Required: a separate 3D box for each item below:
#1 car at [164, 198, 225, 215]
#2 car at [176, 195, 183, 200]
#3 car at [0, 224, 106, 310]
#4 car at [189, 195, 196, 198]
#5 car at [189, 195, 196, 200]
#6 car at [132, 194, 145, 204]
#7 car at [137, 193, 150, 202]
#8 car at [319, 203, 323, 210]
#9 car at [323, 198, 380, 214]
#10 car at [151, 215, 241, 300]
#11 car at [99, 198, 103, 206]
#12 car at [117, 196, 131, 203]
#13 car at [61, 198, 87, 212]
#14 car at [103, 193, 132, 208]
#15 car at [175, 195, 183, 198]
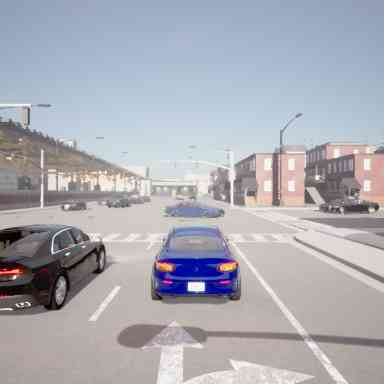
[{"bbox_3d":[0.155,1.547,29.343,5.357,1.411,2.033,0,0,26],"label":"car"},{"bbox_3d":[-3.327,1.524,92.156,1.812,1.442,4.674,0,0,0],"label":"car"},{"bbox_3d":[-3.414,1.505,7.788,1.837,1.490,4.892,0,0,0],"label":"car"},{"bbox_3d":[0.153,1.500,81.609,1.837,1.490,4.892,0,0,0],"label":"car"},{"bbox_3d":[0.173,1.478,91.935,1.882,1.535,5.008,0,0,0],"label":"car"},{"bbox_3d":[-10.448,1.562,61.441,1.994,1.385,4.181,0,0,0],"label":"car"},{"bbox_3d":[-10.363,1.478,73.021,1.882,1.535,5.008,0,0,0],"label":"car"},{"bbox_3d":[17.092,1.505,38.050,4.892,1.490,1.837,0,0,0],"label":"car"},{"bbox_3d":[16.787,1.492,34.543,4.902,1.511,2.128,0,0,0],"label":"car"},{"bbox_3d":[0.093,1.526,8.245,1.812,1.442,4.674,0,0,0],"label":"car"},{"bbox_3d":[-13.978,1.526,54.836,1.812,1.442,4.674,0,0,0],"label":"car"},{"bbox_3d":[-13.872,1.525,68.190,1.812,1.442,4.674,0,0,0],"label":"car"},{"bbox_3d":[-14.025,1.492,39.741,2.128,1.511,4.902,0,0,0],"label":"car"},{"bbox_3d":[-10.512,1.221,47.599,2.150,2.045,5.566,0,0,0],"label":"car"},{"bbox_3d":[-3.346,1.595,82.110,1.895,1.301,4.718,0,0,0],"label":"car"}]
